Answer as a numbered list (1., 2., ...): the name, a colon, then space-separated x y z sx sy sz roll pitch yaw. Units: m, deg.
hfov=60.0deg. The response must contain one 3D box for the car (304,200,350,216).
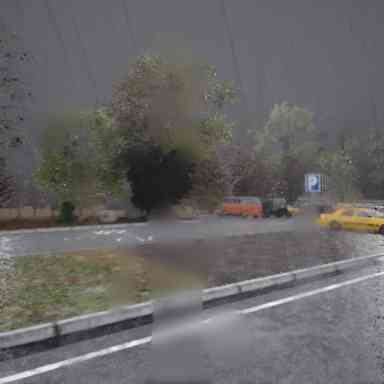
1. car: 16.017 1.879 39.700 2.185 1.767 4.553 2 -1 -35

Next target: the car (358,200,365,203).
1. car: 18.153 2.075 41.253 2.097 1.535 5.008 2 -1 -35

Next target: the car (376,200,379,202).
1. car: 22.767 2.226 44.539 2.231 1.521 4.892 2 -1 -35

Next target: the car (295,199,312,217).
1. car: 9.339 1.784 34.755 1.946 1.575 5.366 2 -1 -35

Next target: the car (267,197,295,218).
1. car: 6.966 1.468 33.326 2.435 2.045 5.566 1 -1 -35

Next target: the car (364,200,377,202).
1. car: 20.511 2.151 42.933 2.097 1.535 5.008 2 -1 -35

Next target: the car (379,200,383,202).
1. car: 16.630 1.657 24.155 2.185 1.767 4.553 2 -1 -35

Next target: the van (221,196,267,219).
1. van: 4.559 1.434 31.721 1.878 1.987 4.442 1 -1 -35

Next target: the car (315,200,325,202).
1. car: 11.489 1.859 36.505 2.231 1.521 4.892 2 -1 -35

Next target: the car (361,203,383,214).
1. car: 27.383 2.368 47.607 1.946 1.575 5.366 2 -1 -35

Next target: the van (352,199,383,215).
1. van: 24.956 2.072 46.249 1.878 1.987 4.442 2 -1 -35

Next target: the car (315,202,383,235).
1. car: 9.980 1.606 19.152 1.946 1.575 5.366 1 -1 -35

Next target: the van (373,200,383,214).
1. van: 29.602 2.219 49.271 1.878 1.987 4.442 2 -1 -35

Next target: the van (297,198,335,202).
1. van: 13.678 1.706 38.216 1.878 1.987 4.442 2 -1 -35
